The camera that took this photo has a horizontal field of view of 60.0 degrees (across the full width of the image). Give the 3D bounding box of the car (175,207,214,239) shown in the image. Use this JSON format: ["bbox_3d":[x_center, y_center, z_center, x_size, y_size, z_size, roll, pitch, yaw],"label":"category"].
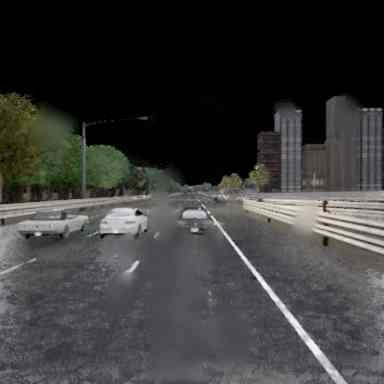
[{"bbox_3d":[0.122,1.509,17.031,1.812,1.442,4.674,0,0,0],"label":"car"}]

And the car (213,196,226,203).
[{"bbox_3d":[5.515,1.482,66.811,2.033,1.411,5.357,0,0,-7],"label":"car"}]

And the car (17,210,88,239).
[{"bbox_3d":[-6.891,1.584,17.114,1.895,1.301,4.718,0,0,0],"label":"car"}]

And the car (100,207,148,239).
[{"bbox_3d":[-3.390,1.509,17.078,1.812,1.442,4.674,0,0,0],"label":"car"}]
